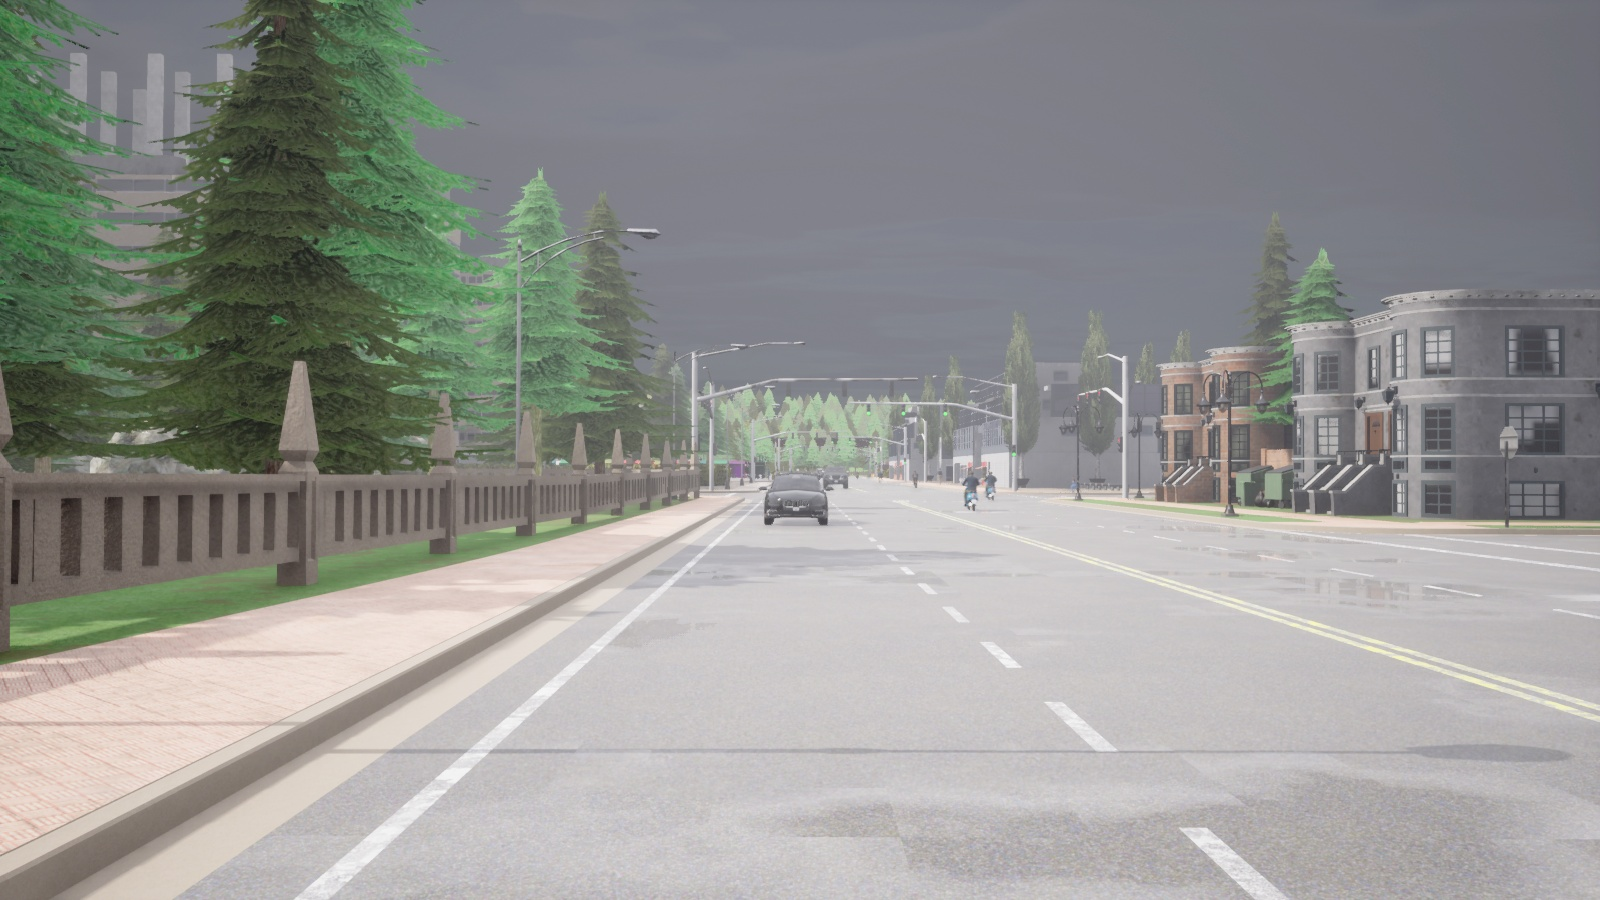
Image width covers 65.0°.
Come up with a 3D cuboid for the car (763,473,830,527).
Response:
[{"bbox_3d":[-0.105,1.447,37.437,1.837,1.490,4.892,0,-1,0],"label":"car"}]

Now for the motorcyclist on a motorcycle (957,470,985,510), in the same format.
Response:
[{"bbox_3d":[6.859,1.584,50.354,0.866,1.590,1.817,0,-1,0],"label":"motorcyclist on a motorcycle"}]
